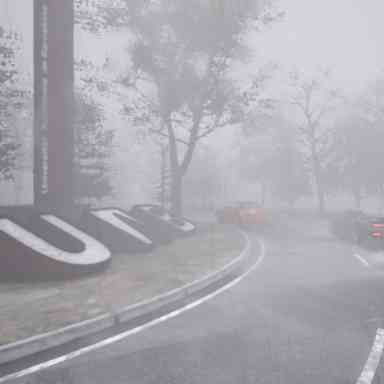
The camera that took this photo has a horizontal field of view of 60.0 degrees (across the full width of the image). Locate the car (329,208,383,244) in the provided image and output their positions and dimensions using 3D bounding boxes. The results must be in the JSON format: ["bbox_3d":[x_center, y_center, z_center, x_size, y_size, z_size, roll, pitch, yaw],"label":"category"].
[{"bbox_3d":[8.043,1.521,15.681,1.837,1.490,4.892,1,0,5],"label":"car"}]

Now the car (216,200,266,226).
[{"bbox_3d":[3.397,1.407,24.109,2.097,1.767,4.553,0,0,-19],"label":"car"}]
